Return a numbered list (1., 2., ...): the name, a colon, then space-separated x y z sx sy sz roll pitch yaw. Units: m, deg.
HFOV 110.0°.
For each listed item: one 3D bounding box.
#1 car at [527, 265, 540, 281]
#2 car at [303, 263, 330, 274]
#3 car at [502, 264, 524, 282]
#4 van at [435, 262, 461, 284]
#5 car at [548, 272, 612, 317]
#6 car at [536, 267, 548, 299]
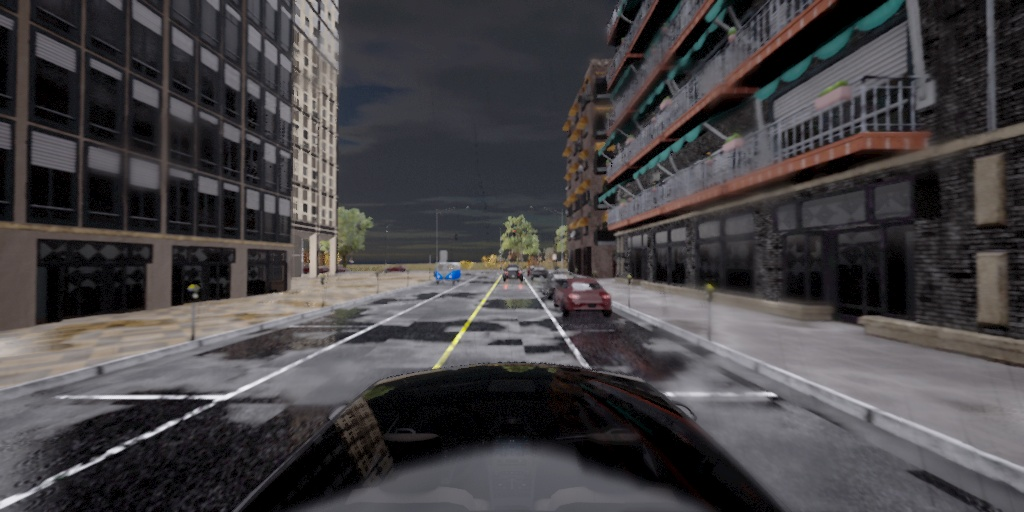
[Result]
1. car: 2.665 1.693 35.690 2.007 1.370 4.403 0 0 0
2. car: -31.429 2.039 56.226 5.009 1.841 2.192 0 0 0
3. car: 0.102 1.653 34.390 1.812 1.442 4.674 0 -1 0
4. van: -5.344 1.420 30.216 1.690 1.789 3.998 0 0 0
5. car: 2.566 1.470 13.586 1.802 1.307 4.207 0 0 0
6. car: 2.567 1.502 19.113 2.007 1.370 4.403 0 0 0
